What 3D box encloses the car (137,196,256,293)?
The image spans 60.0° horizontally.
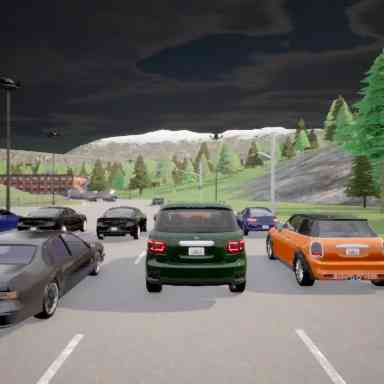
[{"bbox_3d":[0.082,1.221,9.012,2.150,2.045,5.566,0,0,0],"label":"car"}]

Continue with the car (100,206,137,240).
[{"bbox_3d":[-3.452,1.478,17.113,1.882,1.535,5.008,0,0,0],"label":"car"}]

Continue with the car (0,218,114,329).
[{"bbox_3d":[-3.413,1.547,7.287,2.033,1.411,5.357,0,0,-1],"label":"car"}]

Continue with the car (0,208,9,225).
[{"bbox_3d":[-10.453,1.526,17.326,1.812,1.442,4.674,0,0,-1],"label":"car"}]

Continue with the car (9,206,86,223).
[{"bbox_3d":[-6.958,1.478,17.123,1.882,1.535,5.008,0,0,1],"label":"car"}]

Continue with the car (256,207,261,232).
[{"bbox_3d":[3.528,1.526,18.399,1.812,1.442,4.674,0,0,-1],"label":"car"}]

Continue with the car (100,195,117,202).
[{"bbox_3d":[-19.271,1.524,76.512,1.812,1.442,4.674,0,0,-27],"label":"car"}]

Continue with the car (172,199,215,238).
[{"bbox_3d":[0.022,1.352,18.575,2.097,1.767,4.553,0,0,-1],"label":"car"}]

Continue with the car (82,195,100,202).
[{"bbox_3d":[-23.267,1.524,76.517,1.812,1.442,4.674,0,0,-30],"label":"car"}]

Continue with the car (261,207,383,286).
[{"bbox_3d":[3.581,1.352,9.543,2.097,1.767,4.553,0,0,0],"label":"car"}]
